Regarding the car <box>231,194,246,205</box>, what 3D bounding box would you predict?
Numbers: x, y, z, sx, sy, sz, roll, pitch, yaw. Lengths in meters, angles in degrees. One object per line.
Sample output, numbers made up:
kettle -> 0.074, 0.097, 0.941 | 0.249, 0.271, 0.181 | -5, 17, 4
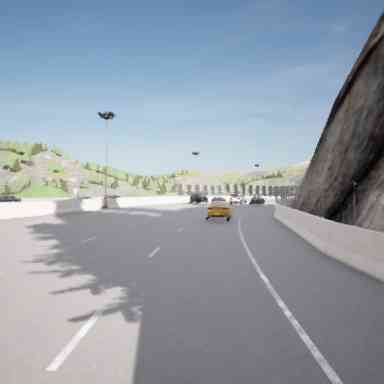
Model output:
car -> 8.905, 1.341, 64.227 | 2.150, 2.045, 5.566 | 0, 0, 23

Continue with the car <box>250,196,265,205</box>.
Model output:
car -> 12.597, 1.527, 63.625 | 2.097, 1.767, 4.553 | 1, 0, 23

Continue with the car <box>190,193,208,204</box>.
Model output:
car -> 1.397, 1.231, 64.325 | 2.150, 2.045, 5.566 | 0, 0, 22

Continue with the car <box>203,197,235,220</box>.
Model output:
car -> 2.422, 1.508, 28.488 | 1.882, 1.535, 5.008 | 0, 0, 10
